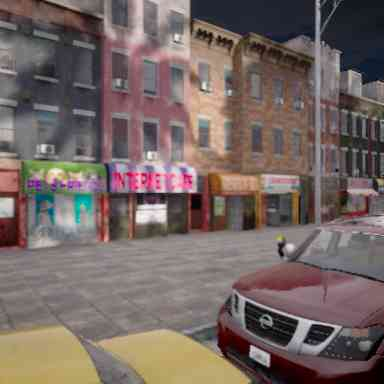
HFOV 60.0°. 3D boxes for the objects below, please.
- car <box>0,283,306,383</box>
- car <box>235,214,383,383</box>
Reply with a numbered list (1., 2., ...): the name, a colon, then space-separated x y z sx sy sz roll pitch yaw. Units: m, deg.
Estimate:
1. car: -1.702 1.526 1.614 4.829 1.417 1.752 0 0 -35
2. car: 2.724 1.312 4.773 5.009 1.841 2.192 0 0 -35
